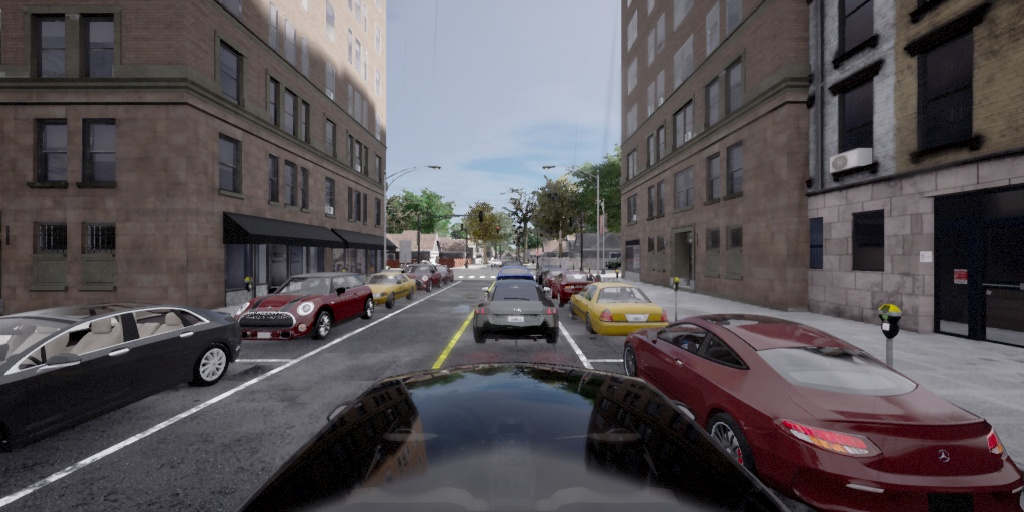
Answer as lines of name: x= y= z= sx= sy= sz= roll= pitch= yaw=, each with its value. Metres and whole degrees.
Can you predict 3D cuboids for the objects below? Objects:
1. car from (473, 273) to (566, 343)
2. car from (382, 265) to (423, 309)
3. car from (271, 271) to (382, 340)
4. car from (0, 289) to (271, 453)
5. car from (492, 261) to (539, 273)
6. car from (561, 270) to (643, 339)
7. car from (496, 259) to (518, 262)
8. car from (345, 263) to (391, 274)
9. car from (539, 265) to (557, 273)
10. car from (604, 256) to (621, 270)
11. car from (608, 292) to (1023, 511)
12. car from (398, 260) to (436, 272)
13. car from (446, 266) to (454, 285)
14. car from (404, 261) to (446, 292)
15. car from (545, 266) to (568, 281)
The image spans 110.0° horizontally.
car: x=0.110 y=1.316 z=9.660 sx=1.994 sy=1.385 sz=4.181 roll=0 pitch=0 yaw=1
car: x=-5.355 y=1.280 z=15.111 sx=1.751 sy=1.417 sz=4.829 roll=0 pitch=0 yaw=0
car: x=-5.369 y=1.192 z=9.762 sx=1.967 sy=1.591 sz=4.097 roll=0 pitch=0 yaw=0
car: x=-5.384 y=1.301 z=4.243 sx=2.007 sy=1.370 sz=4.403 roll=0 pitch=0 yaw=0
car: x=0.122 y=1.235 z=18.653 sx=1.882 sy=1.535 sz=5.008 roll=0 pitch=0 yaw=-1
car: x=2.656 y=1.278 z=9.914 sx=1.751 sy=1.417 sz=4.829 roll=0 pitch=0 yaw=0
car: x=0.069 y=1.114 z=27.878 sx=2.097 sy=1.767 sz=4.553 roll=0 pitch=0 yaw=0
car: x=-17.091 y=1.467 z=42.640 sx=4.718 sy=1.301 sz=1.895 roll=0 pitch=0 yaw=-2
car: x=2.685 y=1.340 z=20.780 sx=1.802 sy=1.307 sz=4.207 roll=0 pitch=0 yaw=0
car: x=15.607 y=0.895 z=49.239 sx=5.566 sy=2.045 sz=2.150 roll=0 pitch=0 yaw=0
car: x=2.641 y=1.332 z=4.225 sx=1.802 sy=1.307 sz=4.207 roll=0 pitch=0 yaw=0
car: x=-13.007 y=1.368 z=49.198 sx=4.674 sy=1.442 sz=1.812 roll=0 pitch=0 yaw=-2
car: x=-5.325 y=1.343 z=26.319 sx=1.802 sy=1.307 sz=4.207 roll=0 pitch=0 yaw=0
car: x=-5.340 y=1.198 z=20.800 sx=1.967 sy=1.591 sz=4.097 roll=0 pitch=0 yaw=0
car: x=2.671 y=1.300 z=15.262 sx=1.888 sy=1.381 sz=4.507 roll=0 pitch=0 yaw=0
